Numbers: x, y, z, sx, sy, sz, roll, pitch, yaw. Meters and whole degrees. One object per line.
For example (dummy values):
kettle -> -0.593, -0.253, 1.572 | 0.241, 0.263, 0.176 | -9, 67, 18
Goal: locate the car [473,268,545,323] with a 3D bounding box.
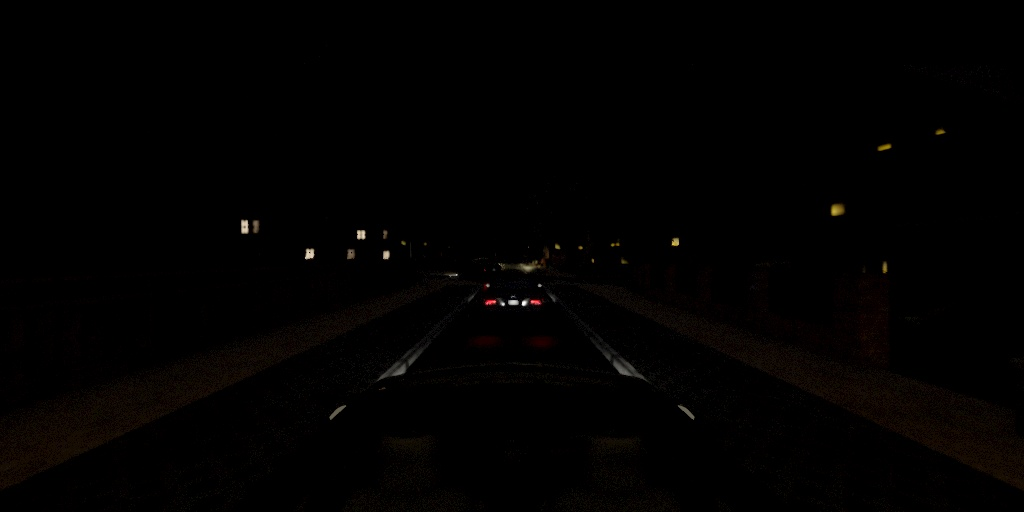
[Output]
car -> 0.053, 1.289, 12.090 | 2.033, 1.411, 5.357 | 0, 0, 0

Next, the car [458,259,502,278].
car -> -2.713, 1.065, 30.148 | 2.097, 1.767, 4.553 | 0, 1, -36
